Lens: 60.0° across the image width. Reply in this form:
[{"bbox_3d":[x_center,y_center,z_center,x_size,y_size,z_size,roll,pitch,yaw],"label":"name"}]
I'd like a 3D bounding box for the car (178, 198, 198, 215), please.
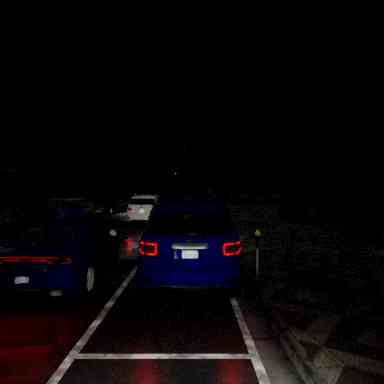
[{"bbox_3d":[-0.368,1.446,34.447,1.967,1.590,4.097,0,0,0],"label":"car"}]

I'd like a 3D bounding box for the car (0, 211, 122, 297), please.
[{"bbox_3d":[-3.143,1.478,8.630,1.882,1.535,5.008,0,0,0],"label":"car"}]

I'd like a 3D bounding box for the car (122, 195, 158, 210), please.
[{"bbox_3d":[-3.070,1.224,23.208,2.150,2.045,5.566,0,0,0],"label":"car"}]

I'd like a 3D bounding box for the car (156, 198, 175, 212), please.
[{"bbox_3d":[-3.059,1.513,39.163,1.837,1.490,4.892,0,0,0],"label":"car"}]

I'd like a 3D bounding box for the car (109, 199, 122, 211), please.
[{"bbox_3d":[-8.893,1.572,34.451,1.947,1.339,4.313,0,0,0],"label":"car"}]

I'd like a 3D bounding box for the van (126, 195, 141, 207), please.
[{"bbox_3d":[-8.887,1.355,50.764,1.690,1.788,3.998,0,0,0],"label":"van"}]

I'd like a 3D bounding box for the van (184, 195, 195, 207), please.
[{"bbox_3d":[-0.361,1.355,50.760,1.690,1.788,3.998,0,0,0],"label":"van"}]

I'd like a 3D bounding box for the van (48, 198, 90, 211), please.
[{"bbox_3d":[-8.898,1.343,23.576,1.690,1.788,3.998,0,0,0],"label":"van"}]

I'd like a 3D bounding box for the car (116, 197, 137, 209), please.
[{"bbox_3d":[-8.889,1.451,45.326,1.967,1.590,4.097,0,0,0],"label":"car"}]

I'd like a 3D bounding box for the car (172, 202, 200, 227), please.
[{"bbox_3d":[-0.373,1.528,23.742,1.752,1.417,4.829,0,0,0],"label":"car"}]

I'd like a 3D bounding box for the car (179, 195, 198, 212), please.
[{"bbox_3d":[-0.366,1.324,39.885,2.192,1.841,5.009,0,0,0],"label":"car"}]

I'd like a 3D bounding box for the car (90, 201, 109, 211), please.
[{"bbox_3d":[-8.896,1.529,28.844,1.752,1.417,4.829,0,0,0],"label":"car"}]

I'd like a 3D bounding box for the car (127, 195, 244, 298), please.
[{"bbox_3d":[-0.035,1.220,8.679,2.150,2.045,5.566,0,0,0],"label":"car"}]

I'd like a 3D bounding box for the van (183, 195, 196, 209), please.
[{"bbox_3d":[-0.364,1.353,45.322,1.690,1.788,3.998,0,0,0],"label":"van"}]

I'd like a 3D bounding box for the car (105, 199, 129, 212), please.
[{"bbox_3d":[-8.891,1.534,39.719,1.752,1.417,4.829,0,0,0],"label":"car"}]

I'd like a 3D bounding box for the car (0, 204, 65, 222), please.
[{"bbox_3d":[-8.900,1.567,18.138,1.947,1.339,4.313,0,0,0],"label":"car"}]

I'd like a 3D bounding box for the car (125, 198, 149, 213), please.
[{"bbox_3d":[-6.206,1.485,38.283,1.882,1.535,5.008,0,0,0],"label":"car"}]
